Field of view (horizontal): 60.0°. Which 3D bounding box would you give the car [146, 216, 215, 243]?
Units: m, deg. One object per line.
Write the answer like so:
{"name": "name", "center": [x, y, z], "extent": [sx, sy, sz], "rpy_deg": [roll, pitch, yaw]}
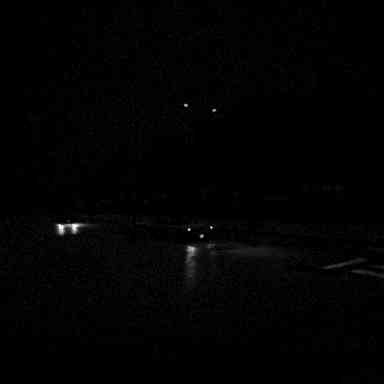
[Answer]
{"name": "car", "center": [-0.783, 2.061, 19.015], "extent": [1.895, 1.301, 4.718], "rpy_deg": [-1, -2, -36]}

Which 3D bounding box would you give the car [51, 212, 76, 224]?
{"name": "car", "center": [-15.133, 3.027, 39.156], "extent": [1.895, 1.301, 4.718], "rpy_deg": [-1, -2, -35]}
